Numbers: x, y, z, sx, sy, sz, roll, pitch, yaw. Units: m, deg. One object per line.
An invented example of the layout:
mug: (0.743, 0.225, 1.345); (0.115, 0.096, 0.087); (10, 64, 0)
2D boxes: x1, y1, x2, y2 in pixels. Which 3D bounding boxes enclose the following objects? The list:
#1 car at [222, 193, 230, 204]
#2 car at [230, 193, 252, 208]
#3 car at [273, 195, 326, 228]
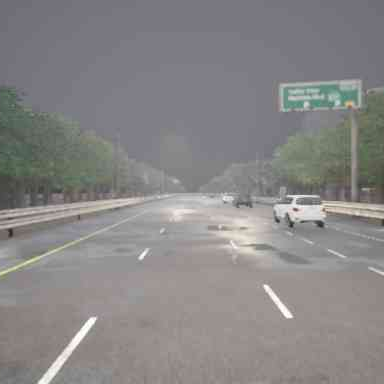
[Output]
car: (7.097, 1.207, 63.941); (2.150, 2.045, 5.566); (0, 0, 0)
car: (7.068, 1.208, 46.908); (2.150, 2.045, 5.566); (0, 0, 0)
car: (7.026, 1.216, 22.254); (2.150, 2.045, 5.566); (0, 0, 0)
